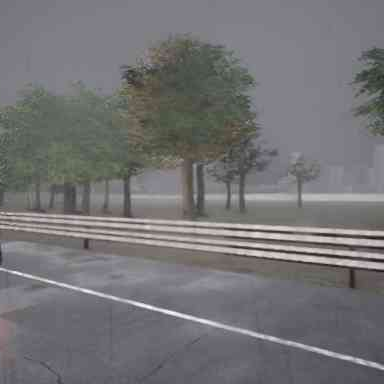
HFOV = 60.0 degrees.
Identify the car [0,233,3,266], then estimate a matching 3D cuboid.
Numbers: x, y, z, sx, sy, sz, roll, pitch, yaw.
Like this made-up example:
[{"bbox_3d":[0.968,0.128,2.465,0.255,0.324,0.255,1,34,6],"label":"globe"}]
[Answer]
[{"bbox_3d":[-7.420,1.346,9.227,5.566,2.045,2.150,0,0,36],"label":"car"}]
